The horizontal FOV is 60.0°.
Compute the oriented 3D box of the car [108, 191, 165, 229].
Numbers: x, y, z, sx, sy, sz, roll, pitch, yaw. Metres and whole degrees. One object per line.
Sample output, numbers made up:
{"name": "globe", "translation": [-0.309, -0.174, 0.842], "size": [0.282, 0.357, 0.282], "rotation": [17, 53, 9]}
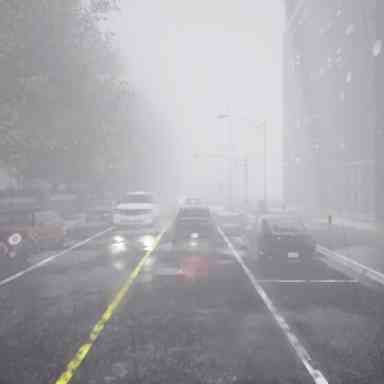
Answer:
{"name": "car", "translation": [-3.096, 0.991, 19.870], "size": [2.150, 2.045, 5.566], "rotation": [0, 1, 0]}

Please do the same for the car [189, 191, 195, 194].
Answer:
{"name": "car", "translation": [-0.005, 0.498, 89.499], "size": [2.033, 1.411, 5.357], "rotation": [0, 1, 0]}

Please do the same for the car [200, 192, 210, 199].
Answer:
{"name": "car", "translation": [2.687, 0.773, 71.181], "size": [1.947, 1.339, 4.313], "rotation": [0, 1, 0]}

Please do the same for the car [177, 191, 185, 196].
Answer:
{"name": "car", "translation": [-3.006, 0.447, 93.286], "size": [1.882, 1.535, 5.008], "rotation": [0, 1, 0]}

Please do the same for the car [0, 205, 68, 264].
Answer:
{"name": "car", "translation": [-5.688, 1.311, 11.016], "size": [1.967, 1.590, 4.097], "rotation": [0, 1, 0]}

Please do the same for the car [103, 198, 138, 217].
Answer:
{"name": "car", "translation": [-5.819, 1.225, 27.632], "size": [1.887, 1.381, 4.507], "rotation": [0, 1, 0]}

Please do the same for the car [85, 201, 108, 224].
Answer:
{"name": "car", "translation": [-5.767, 1.294, 22.092], "size": [2.008, 1.369, 4.403], "rotation": [0, 1, 0]}

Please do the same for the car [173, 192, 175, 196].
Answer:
{"name": "car", "translation": [-5.693, 0.531, 82.444], "size": [1.967, 1.590, 4.097], "rotation": [0, 1, 0]}

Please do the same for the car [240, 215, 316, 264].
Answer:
{"name": "car", "translation": [2.691, 1.421, 11.020], "size": [2.008, 1.369, 4.403], "rotation": [0, 1, 0]}

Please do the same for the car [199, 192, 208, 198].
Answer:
{"name": "car", "translation": [2.687, 0.715, 76.814], "size": [1.947, 1.339, 4.313], "rotation": [0, 1, 0]}

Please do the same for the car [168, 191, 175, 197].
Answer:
{"name": "car", "translation": [-5.694, 0.504, 93.540], "size": [1.752, 1.417, 4.829], "rotation": [0, 1, 0]}

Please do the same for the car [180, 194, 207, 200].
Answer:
{"name": "car", "translation": [0.098, 1.184, 31.540], "size": [2.033, 1.411, 5.357], "rotation": [0, 1, 0]}

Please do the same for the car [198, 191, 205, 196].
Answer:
{"name": "car", "translation": [2.686, 0.522, 93.710], "size": [1.887, 1.381, 4.507], "rotation": [0, 1, 0]}

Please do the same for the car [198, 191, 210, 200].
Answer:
{"name": "car", "translation": [2.687, 0.833, 65.549], "size": [1.947, 1.339, 4.313], "rotation": [0, 1, 0]}

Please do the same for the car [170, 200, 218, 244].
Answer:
{"name": "car", "translation": [0.100, 1.332, 14.828], "size": [1.837, 1.490, 4.892], "rotation": [0, 1, 0]}

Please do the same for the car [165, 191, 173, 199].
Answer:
{"name": "car", "translation": [-5.693, 0.790, 71.181], "size": [1.802, 1.307, 4.206], "rotation": [0, 1, 0]}
